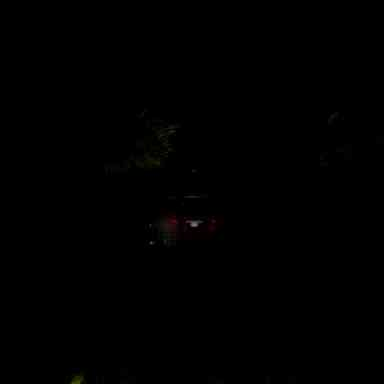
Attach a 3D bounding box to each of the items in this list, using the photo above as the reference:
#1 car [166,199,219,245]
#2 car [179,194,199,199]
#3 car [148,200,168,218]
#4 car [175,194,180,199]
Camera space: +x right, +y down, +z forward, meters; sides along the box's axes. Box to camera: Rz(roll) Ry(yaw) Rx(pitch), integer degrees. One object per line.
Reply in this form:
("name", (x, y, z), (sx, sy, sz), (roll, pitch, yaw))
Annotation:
("car", (0.097, 1.377, 15.795), (2.097, 1.767, 4.553), (0, 0, 0))
("car", (0.100, 1.345, 31.986), (2.097, 1.767, 4.553), (0, 0, 0))
("car", (-2.845, 1.502, 30.777), (1.837, 1.490, 4.892), (0, 0, 0))
("car", (-2.713, 1.124, 71.220), (1.882, 1.535, 5.008), (0, 1, 0))
